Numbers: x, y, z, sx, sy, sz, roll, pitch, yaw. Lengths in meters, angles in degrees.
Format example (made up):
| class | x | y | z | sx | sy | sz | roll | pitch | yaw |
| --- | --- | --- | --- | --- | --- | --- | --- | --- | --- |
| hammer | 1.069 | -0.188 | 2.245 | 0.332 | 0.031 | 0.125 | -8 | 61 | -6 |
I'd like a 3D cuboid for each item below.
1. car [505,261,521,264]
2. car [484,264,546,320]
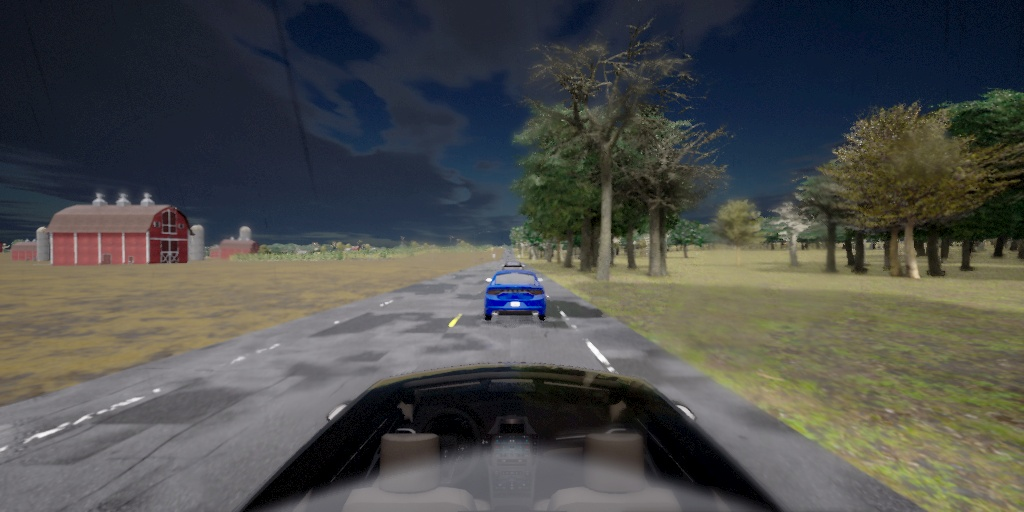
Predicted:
| class | x | y | z | sx | sy | sz | roll | pitch | yaw |
| --- | --- | --- | --- | --- | --- | --- | --- | --- | --- |
| car | 0.096 | 1.173 | 31.466 | 2.128 | 1.511 | 4.902 | 0 | 0 | 0 |
| car | 0.097 | 1.216 | 12.688 | 1.882 | 1.535 | 5.008 | 0 | 0 | 0 |
